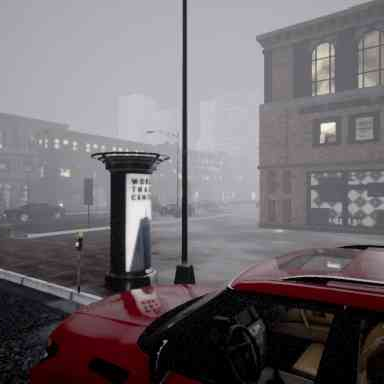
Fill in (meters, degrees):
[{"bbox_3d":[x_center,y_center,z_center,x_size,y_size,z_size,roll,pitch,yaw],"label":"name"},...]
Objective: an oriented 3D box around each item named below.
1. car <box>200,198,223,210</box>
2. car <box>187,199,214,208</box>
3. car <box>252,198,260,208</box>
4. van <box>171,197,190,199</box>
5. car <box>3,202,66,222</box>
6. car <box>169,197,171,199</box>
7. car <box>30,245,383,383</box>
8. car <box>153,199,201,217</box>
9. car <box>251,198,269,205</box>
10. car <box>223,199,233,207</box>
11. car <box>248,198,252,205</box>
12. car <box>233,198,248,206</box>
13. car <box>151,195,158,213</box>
[{"bbox_3d":[1.921,1.683,47.527,2.128,1.511,4.902,0,0,36],"label":"car"},{"bbox_3d":[1.386,1.756,51.278,2.008,1.369,4.403,0,0,36],"label":"car"},{"bbox_3d":[11.417,1.676,50.900,1.967,1.590,4.097,0,-1,36],"label":"car"},{"bbox_3d":[-1.828,1.518,46.784,1.690,1.788,3.998,0,0,36],"label":"van"},{"bbox_3d":[-12.731,1.578,27.114,1.837,1.490,4.892,0,0,34],"label":"car"},{"bbox_3d":[-5.141,1.674,42.150,1.752,1.417,4.829,0,0,36],"label":"car"},{"bbox_3d":[1.033,1.315,2.138,5.009,1.841,2.192,0,0,36],"label":"car"},{"bbox_3d":[-1.396,1.669,32.890,1.887,1.381,4.507,0,0,36],"label":"car"},{"bbox_3d":[14.243,1.876,69.259,2.008,1.369,4.403,0,-1,36],"label":"car"},{"bbox_3d":[4.501,1.759,55.635,1.752,1.417,4.829,0,-1,36],"label":"car"},{"bbox_3d":[11.029,1.845,64.763,2.008,1.369,4.403,0,-1,36],"label":"car"},{"bbox_3d":[7.815,1.815,60.268,2.008,1.369,4.403,0,-1,36],"label":"car"},{"bbox_3d":[-5.883,1.348,36.652,2.150,2.045,5.566,0,0,36],"label":"car"}]
